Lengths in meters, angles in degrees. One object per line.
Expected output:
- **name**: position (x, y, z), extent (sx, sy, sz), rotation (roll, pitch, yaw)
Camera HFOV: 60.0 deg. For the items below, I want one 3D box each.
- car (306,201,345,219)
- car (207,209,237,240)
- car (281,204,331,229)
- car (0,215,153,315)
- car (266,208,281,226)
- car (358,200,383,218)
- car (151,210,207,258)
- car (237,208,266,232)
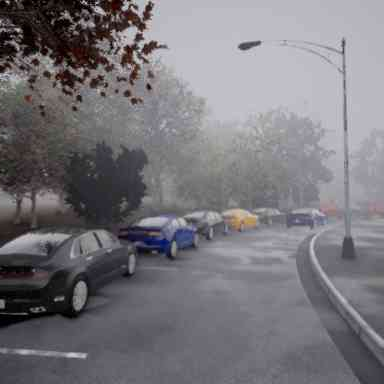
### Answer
- **car**: position (14.491, 2.026, 36.626), extent (5.566, 2.045, 2.435), rotation (1, -3, -40)
- **car**: position (0.676, 1.774, 18.756), extent (2.231, 1.521, 4.892), rotation (-1, -2, 22)
- **car**: position (8.670, 1.907, 25.067), extent (1.882, 1.535, 5.008), rotation (-2, -3, 35)
- **car**: position (-2.756, 1.538, 7.745), extent (2.231, 1.521, 4.892), rotation (0, 0, 9)
- **car**: position (6.486, 2.085, 28.461), extent (2.231, 1.521, 4.892), rotation (-3, -3, 38)
- **car**: position (21.444, 1.896, 37.260), extent (5.566, 2.045, 2.150), rotation (0, -3, -35)
- **car**: position (-1.133, 1.638, 13.375), extent (2.097, 1.535, 5.008), rotation (-1, -2, 16)
- **car**: position (3.253, 1.942, 23.720), extent (2.097, 1.535, 5.008), rotation (-2, -2, 30)
